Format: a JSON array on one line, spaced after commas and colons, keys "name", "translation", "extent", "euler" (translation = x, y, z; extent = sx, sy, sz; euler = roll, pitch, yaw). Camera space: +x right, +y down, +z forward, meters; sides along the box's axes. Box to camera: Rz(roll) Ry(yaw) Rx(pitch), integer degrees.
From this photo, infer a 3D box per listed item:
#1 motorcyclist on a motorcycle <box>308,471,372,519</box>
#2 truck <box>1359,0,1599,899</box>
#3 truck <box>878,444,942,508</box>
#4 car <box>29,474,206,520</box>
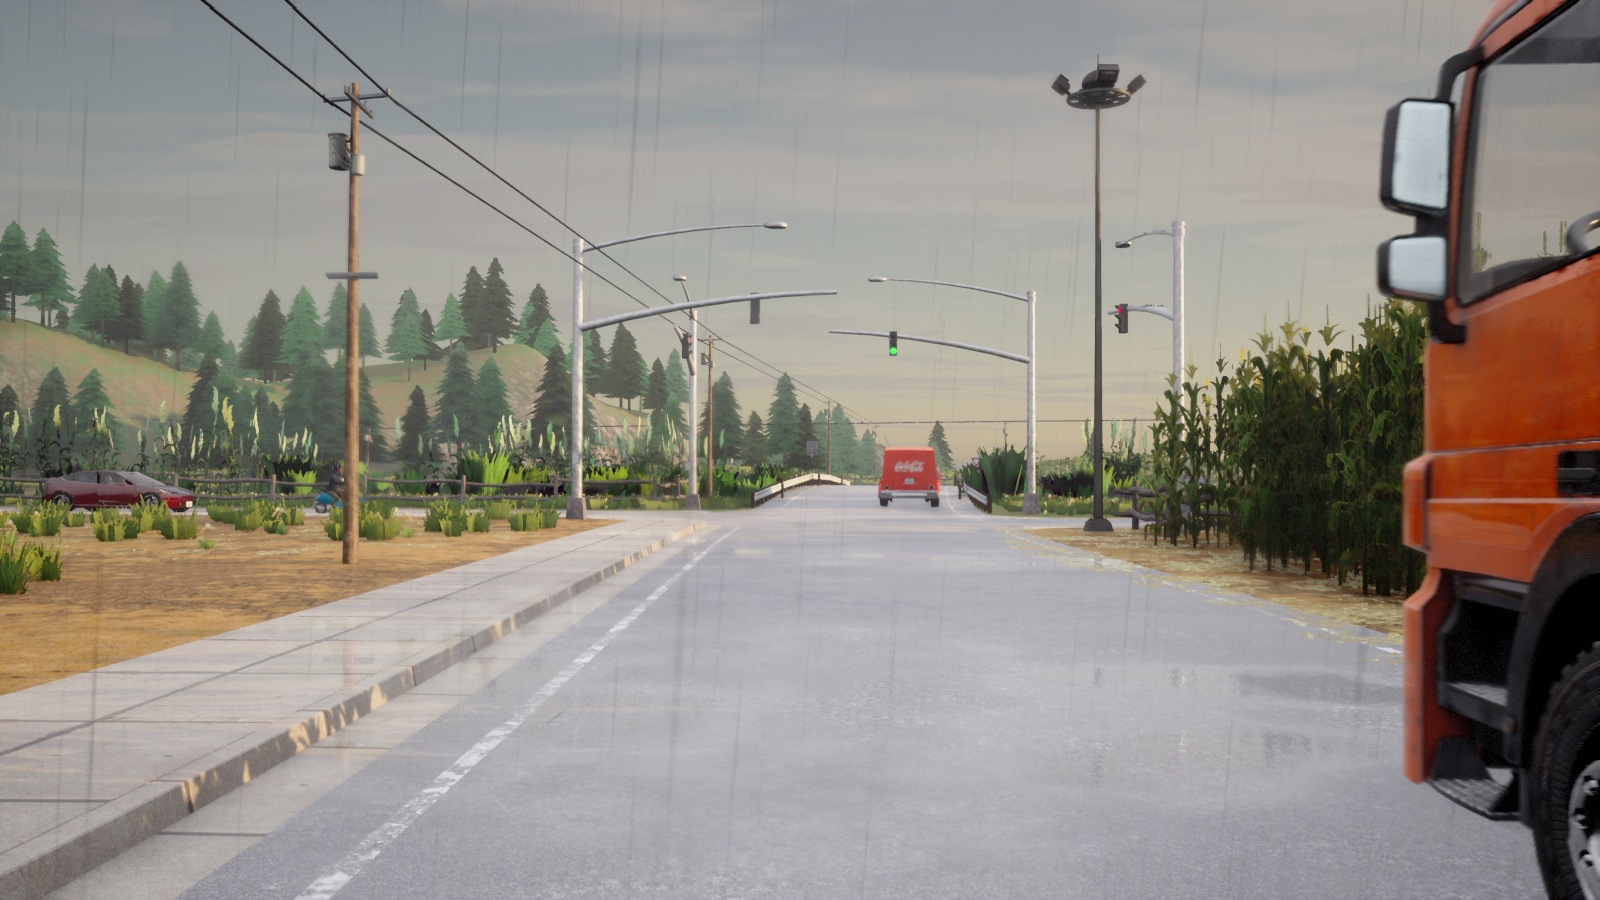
[{"name": "motorcyclist on a motorcycle", "translation": [-15.328, 1.496, 41.867], "extent": [1.817, 1.590, 0.866], "euler": [0, -1, 3]}, {"name": "truck", "translation": [3.507, -0.163, 1.098], "extent": [2.891, 3.462, 7.936], "euler": [0, -1, 4]}, {"name": "truck", "translation": [4.733, 1.062, 54.356], "extent": [2.627, 2.467, 5.204], "euler": [0, 2, 5]}, {"name": "car", "translation": [-22.884, 1.579, 42.235], "extent": [4.792, 1.488, 2.163], "euler": [0, -1, 3]}]
